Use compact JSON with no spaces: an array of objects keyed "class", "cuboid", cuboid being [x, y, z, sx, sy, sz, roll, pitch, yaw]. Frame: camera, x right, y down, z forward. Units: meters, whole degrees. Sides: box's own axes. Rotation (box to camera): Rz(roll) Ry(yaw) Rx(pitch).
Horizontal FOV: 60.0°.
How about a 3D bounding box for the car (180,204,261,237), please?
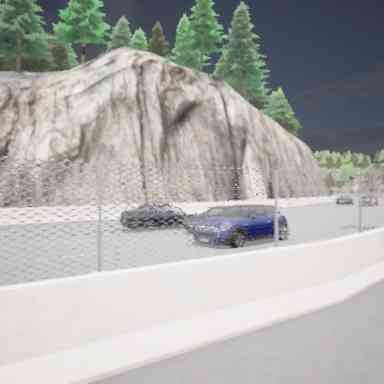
[{"class":"car","cuboid":[1.707,1.510,18.810,4.674,1.442,1.812,0,0,-41]}]
